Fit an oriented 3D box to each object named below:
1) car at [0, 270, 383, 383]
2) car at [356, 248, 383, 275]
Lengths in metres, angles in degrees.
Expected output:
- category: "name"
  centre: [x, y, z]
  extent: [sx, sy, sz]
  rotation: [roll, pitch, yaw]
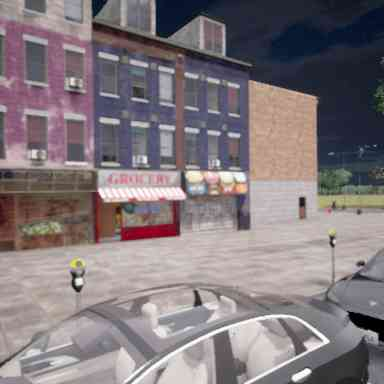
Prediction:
- category: "car"
  centre: [-0.317, 1.549, 2.596]
  extent: [4.403, 1.369, 2.008]
  rotation: [0, -1, -35]
- category: "car"
  centre: [4.112, 1.553, 5.744]
  extent: [4.313, 1.339, 1.947]
  rotation: [0, -1, -35]
